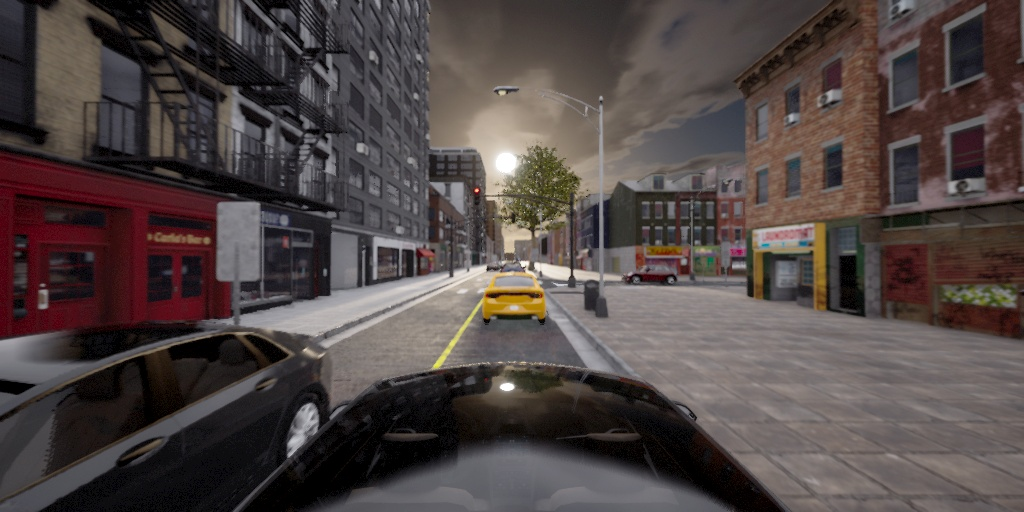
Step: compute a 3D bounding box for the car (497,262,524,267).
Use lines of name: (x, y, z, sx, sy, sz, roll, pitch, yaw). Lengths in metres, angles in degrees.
car: (0.057, 1.286, 30.486, 2.097, 1.767, 4.553, 0, 0, 0)

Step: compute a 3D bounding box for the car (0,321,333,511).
car: (-2.842, 1.257, 1.959, 1.837, 1.490, 4.892, 0, -1, 0)

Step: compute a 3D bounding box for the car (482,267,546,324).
car: (0.070, 1.295, 12.380, 1.882, 1.535, 5.008, 0, 0, 0)

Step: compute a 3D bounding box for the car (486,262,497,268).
car: (-2.888, 1.643, 54.282, 2.033, 1.411, 5.357, 0, 0, 0)

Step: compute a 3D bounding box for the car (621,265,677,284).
car: (10.891, 1.434, 28.755, 4.097, 1.591, 1.967, 0, 0, 0)
